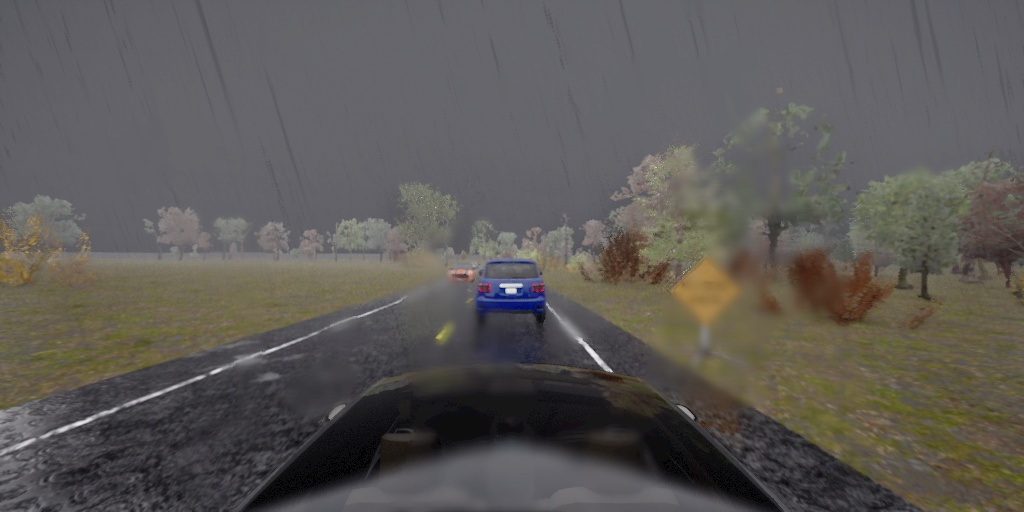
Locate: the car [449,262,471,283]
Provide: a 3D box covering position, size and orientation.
[{"bbox_3d":[-4.425,1.467,32.493,2.097,1.767,4.553,0,-1,-3],"label":"car"}]

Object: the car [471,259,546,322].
[{"bbox_3d":[-0.051,1.114,13.013,2.150,2.045,5.566,0,0,-1],"label":"car"}]

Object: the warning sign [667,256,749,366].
[{"bbox_3d":[3.528,0.925,6.577,1.300,1.860,1.060,0,0,-1],"label":"warning sign"}]
